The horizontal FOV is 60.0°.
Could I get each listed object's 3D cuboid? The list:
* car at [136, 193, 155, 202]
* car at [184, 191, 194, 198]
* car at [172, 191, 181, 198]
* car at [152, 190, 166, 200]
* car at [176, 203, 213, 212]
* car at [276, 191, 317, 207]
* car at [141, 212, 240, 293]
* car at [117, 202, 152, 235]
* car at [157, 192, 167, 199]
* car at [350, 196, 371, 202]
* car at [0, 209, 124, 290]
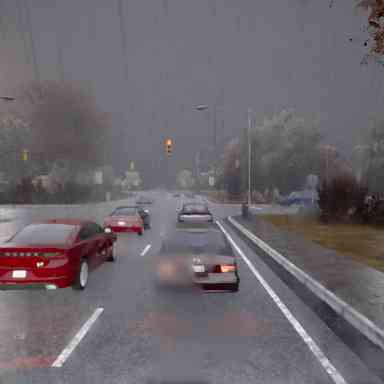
[{"bbox_3d":[-7.064,1.221,49.332,1.895,1.301,4.718,0,1,0],"label":"car"},{"bbox_3d":[-0.436,0.714,86.199,2.128,1.511,4.902,0,1,-4],"label":"car"},{"bbox_3d":[-3.936,0.786,86.115,1.895,1.301,4.718,0,1,-4],"label":"car"},{"bbox_3d":[-6.987,0.657,68.676,2.150,2.045,5.566,0,0,0],"label":"car"},{"bbox_3d":[0.141,1.380,18.632,2.128,1.511,4.902,0,0,-1],"label":"car"},{"bbox_3d":[13.792,0.895,43.207,5.566,2.045,2.150,0,1,-4],"label":"car"},{"bbox_3d":[0.106,1.516,8.940,2.033,1.411,5.357,0,0,0],"label":"car"},{"bbox_3d":[-3.387,1.458,18.001,1.994,1.385,4.181,0,1,0],"label":"car"},{"bbox_3d":[-7.156,0.827,79.063,2.128,1.511,4.902,0,1,-1],"label":"car"},{"bbox_3d":[16.840,1.213,36.152,5.008,1.535,1.882,0,1,-3],"label":"car"},{"bbox_3d":[-3.392,1.445,9.014,1.882,1.535,5.008,0,0,0],"label":"car"}]
